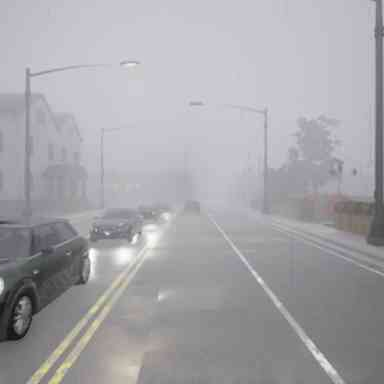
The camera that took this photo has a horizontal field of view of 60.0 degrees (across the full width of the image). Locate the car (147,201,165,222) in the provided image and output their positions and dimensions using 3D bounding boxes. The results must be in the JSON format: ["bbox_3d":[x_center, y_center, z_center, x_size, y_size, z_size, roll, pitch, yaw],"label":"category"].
[{"bbox_3d":[-3.569,1.658,26.805,1.895,1.301,4.718,0,0,0],"label":"car"}]

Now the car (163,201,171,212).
[{"bbox_3d":[-3.550,1.687,39.727,1.895,1.301,4.718,0,0,0],"label":"car"}]

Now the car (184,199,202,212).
[{"bbox_3d":[0.077,1.592,39.283,1.837,1.490,4.892,0,0,0],"label":"car"}]

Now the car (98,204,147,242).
[{"bbox_3d":[-3.600,1.538,16.539,1.837,1.490,4.892,0,0,0],"label":"car"}]

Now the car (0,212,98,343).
[{"bbox_3d":[-3.602,1.362,6.487,2.097,1.767,4.553,0,0,0],"label":"car"}]
